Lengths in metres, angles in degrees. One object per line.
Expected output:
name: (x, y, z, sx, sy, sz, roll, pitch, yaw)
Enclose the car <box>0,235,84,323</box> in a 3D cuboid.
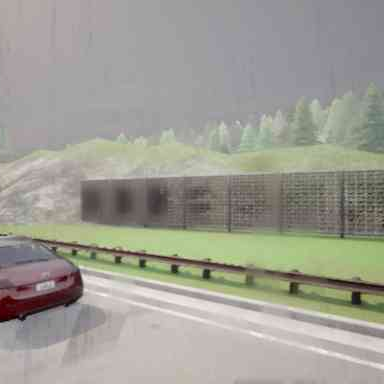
car: (-4.192, 1.626, 6.996, 4.181, 1.385, 1.994, -1, 0, 36)
